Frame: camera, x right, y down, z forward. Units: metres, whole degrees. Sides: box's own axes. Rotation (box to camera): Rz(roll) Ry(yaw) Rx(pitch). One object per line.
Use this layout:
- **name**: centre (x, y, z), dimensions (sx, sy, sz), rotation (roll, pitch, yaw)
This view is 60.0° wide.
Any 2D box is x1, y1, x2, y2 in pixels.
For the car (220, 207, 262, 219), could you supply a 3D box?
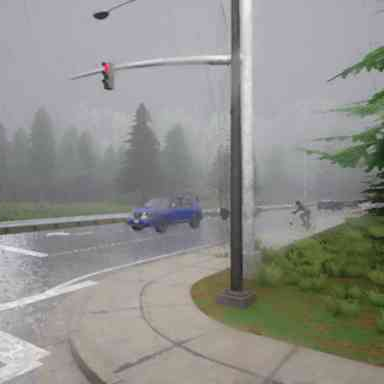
- **car**: centre (4.313, 1.650, 28.988), dimensions (1.895, 1.301, 4.718), rotation (0, 0, 34)

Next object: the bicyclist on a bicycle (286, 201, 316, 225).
- **bicyclist on a bicycle**: centre (5.927, 1.306, 18.160), dimensions (1.656, 1.620, 0.582), rotation (-1, 0, 34)

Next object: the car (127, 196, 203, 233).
- **car**: centre (-1.487, 1.270, 20.567), dimensions (2.150, 2.045, 5.566), rotation (0, 0, 35)

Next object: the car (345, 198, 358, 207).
- **car**: centre (22.695, 1.591, 48.325), dimensions (1.994, 1.385, 4.181), rotation (0, 0, 37)

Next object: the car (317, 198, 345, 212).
- **car**: centre (16.490, 1.506, 39.874), dimensions (1.882, 1.535, 5.008), rotation (0, 0, 37)
